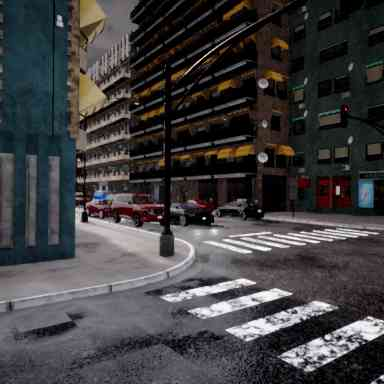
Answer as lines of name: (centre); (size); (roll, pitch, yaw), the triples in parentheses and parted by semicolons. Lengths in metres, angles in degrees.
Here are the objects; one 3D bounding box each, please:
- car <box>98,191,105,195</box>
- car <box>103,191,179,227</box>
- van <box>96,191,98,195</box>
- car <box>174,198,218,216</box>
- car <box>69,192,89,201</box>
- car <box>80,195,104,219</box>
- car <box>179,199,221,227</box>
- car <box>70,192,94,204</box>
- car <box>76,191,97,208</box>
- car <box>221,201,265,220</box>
car: (-6.048, 0.971, 28.573); (2.097, 1.767, 4.553); (1, 0, -36)
car: (-3.238, 1.034, 20.307); (2.192, 1.841, 5.009); (2, 0, -36)
van: (-12.780, 0.726, 47.745); (1.690, 1.788, 3.998); (2, 0, -36)
car: (0.292, 1.288, 29.704); (1.802, 1.307, 4.206); (2, 0, -36)
car: (-19.323, 0.769, 56.764); (1.887, 1.381, 4.507); (2, 0, -36)
car: (-6.515, 1.183, 24.817); (1.887, 1.381, 4.507); (2, 0, -36)
car: (-0.460, 1.321, 20.855); (1.994, 1.385, 4.181); (1, 0, -36)
car: (-15.663, 0.823, 47.200); (1.882, 1.535, 5.008); (1, 0, -36)
car: (-12.943, 0.927, 38.104); (1.882, 1.535, 5.008); (1, 0, -36)
car: (3.562, 1.353, 25.194); (1.947, 1.339, 4.313); (2, 0, -36)
